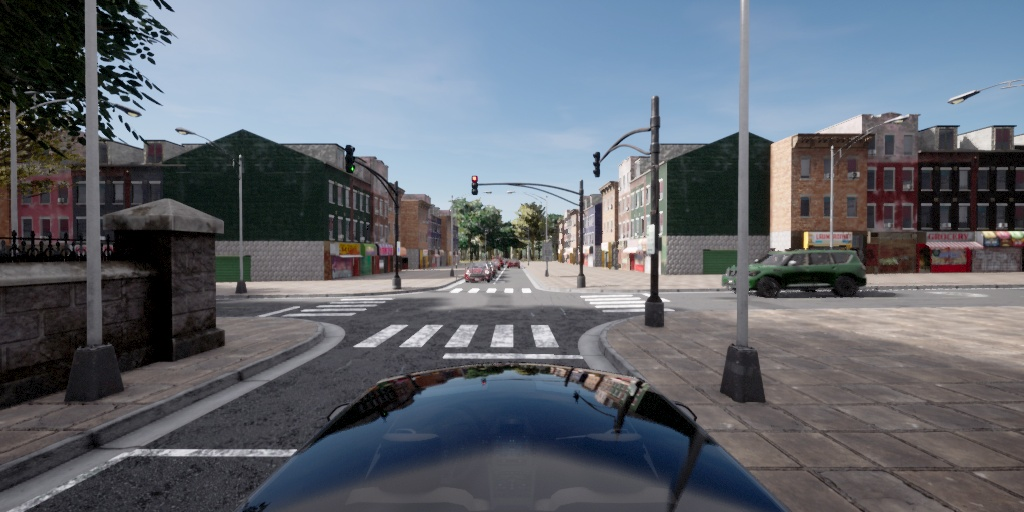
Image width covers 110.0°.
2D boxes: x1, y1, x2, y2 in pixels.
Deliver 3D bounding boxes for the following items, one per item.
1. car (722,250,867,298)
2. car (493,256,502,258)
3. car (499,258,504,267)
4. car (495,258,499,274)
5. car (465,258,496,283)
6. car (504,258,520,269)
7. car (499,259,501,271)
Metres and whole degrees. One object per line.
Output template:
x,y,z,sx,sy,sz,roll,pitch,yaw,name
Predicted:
12.725,0.757,16.324,5.566,2.045,2.150,-1,1,0,car
-2.802,1.259,60.927,1.801,1.575,5.366,0,0,0,car
-2.458,1.329,49.855,1.888,1.381,4.507,0,0,0,car
-2.520,1.204,33.551,1.967,1.591,4.097,0,0,0,car
-2.541,1.199,28.117,1.967,1.591,4.097,0,0,0,car
0.273,1.152,59.349,2.097,1.767,4.553,0,0,1,car
-2.500,1.335,38.986,1.948,1.339,4.313,0,0,0,car
